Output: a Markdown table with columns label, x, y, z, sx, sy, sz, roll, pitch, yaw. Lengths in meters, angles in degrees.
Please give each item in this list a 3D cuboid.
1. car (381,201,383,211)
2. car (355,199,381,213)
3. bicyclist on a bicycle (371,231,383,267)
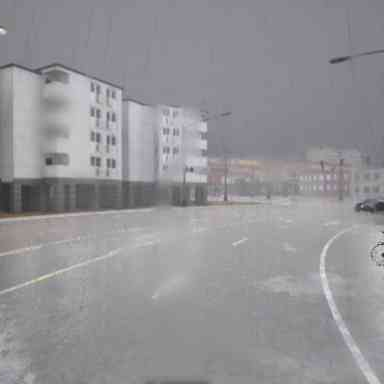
| label | x | y | z | sx | sy | sz | roll | pitch | yaw |
| --- | --- | --- | --- | --- | --- | --- | --- | --- | --- |
| car | 20.224 | 1.382 | 31.245 | 4.892 | 1.490 | 1.837 | 0 | 0 | -34 |
| car | 18.805 | 1.427 | 34.505 | 4.181 | 1.385 | 1.994 | 0 | 0 | -33 |
| bicyclist on a bicycle | 6.013 | 1.359 | 9.479 | 1.656 | 1.620 | 0.582 | -1 | -2 | 23 |
